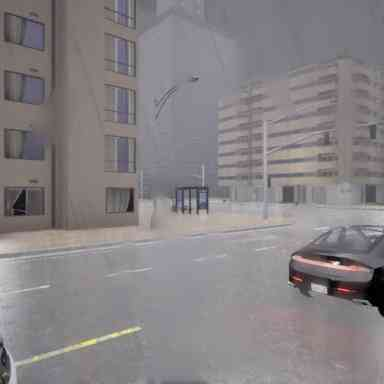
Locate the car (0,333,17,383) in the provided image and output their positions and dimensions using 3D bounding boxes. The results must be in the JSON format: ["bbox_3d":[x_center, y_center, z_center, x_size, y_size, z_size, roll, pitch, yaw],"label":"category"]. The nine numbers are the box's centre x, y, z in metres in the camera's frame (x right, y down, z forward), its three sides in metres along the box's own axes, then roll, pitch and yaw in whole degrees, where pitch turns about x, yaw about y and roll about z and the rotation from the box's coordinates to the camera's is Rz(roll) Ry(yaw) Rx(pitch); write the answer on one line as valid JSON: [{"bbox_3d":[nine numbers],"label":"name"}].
[{"bbox_3d":[-3.821,1.221,1.319,5.566,2.045,2.150,0,0,-32],"label":"car"}]

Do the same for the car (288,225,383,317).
[{"bbox_3d":[4.130,1.492,7.394,4.902,1.511,2.128,0,0,-39],"label":"car"}]
